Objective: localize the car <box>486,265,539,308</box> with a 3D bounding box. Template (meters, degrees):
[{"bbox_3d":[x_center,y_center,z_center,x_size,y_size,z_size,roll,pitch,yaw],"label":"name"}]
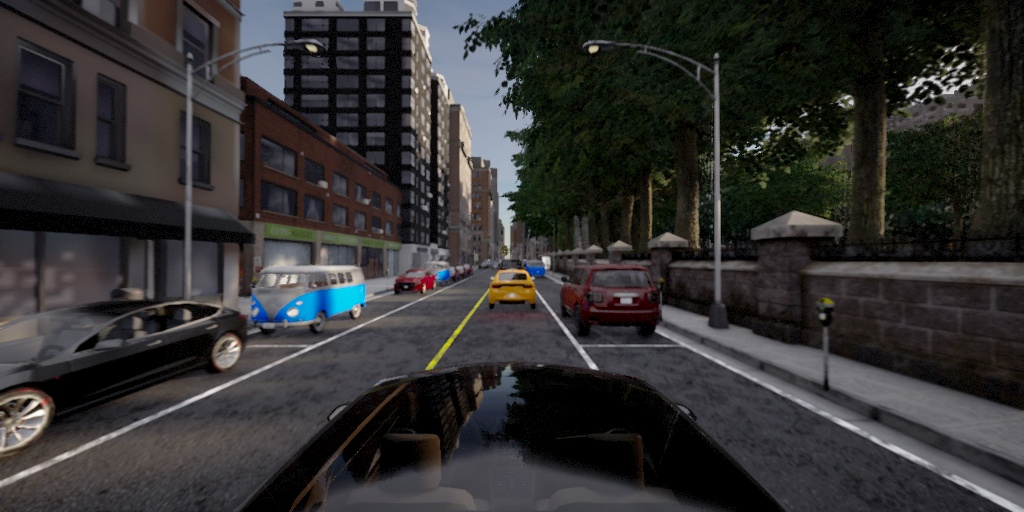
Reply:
[{"bbox_3d":[0.028,1.364,16.118,1.882,1.535,5.008,0,0,0],"label":"car"}]

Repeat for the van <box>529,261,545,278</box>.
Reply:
[{"bbox_3d":[2.668,1.431,39.050,1.690,1.789,3.998,0,0,0],"label":"van"}]

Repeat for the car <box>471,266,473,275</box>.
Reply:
[{"bbox_3d":[-5.857,1.683,44.683,1.888,1.381,4.507,0,0,0],"label":"car"}]

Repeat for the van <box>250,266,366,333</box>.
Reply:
[{"bbox_3d":[-5.856,1.177,10.720,1.690,1.789,3.998,0,0,0],"label":"van"}]

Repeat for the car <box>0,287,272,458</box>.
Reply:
[{"bbox_3d":[-5.856,1.348,5.060,1.948,1.339,4.313,0,0,0],"label":"car"}]

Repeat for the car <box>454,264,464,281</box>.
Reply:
[{"bbox_3d":[-5.857,1.623,33.362,1.802,1.307,4.207,0,0,0],"label":"car"}]

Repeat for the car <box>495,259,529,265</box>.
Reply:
[{"bbox_3d":[0.014,1.232,29.432,2.150,2.045,5.566,0,0,0],"label":"car"}]

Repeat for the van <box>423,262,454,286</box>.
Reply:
[{"bbox_3d":[-5.857,1.332,27.702,1.690,1.789,3.998,0,0,0],"label":"van"}]

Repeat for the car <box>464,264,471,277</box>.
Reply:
[{"bbox_3d":[-5.857,1.672,39.022,1.802,1.307,4.207,0,0,0],"label":"car"}]

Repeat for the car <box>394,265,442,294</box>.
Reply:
[{"bbox_3d":[-5.856,1.486,22.041,1.888,1.381,4.507,0,0,0],"label":"car"}]

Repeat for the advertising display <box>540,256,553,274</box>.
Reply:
[{"bbox_3d":[5.635,1.281,59.138,1.540,2.440,0.280,0,0,0],"label":"advertising display"}]

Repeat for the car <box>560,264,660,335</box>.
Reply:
[{"bbox_3d":[2.668,1.151,10.761,2.192,1.841,5.009,0,0,0],"label":"car"}]
